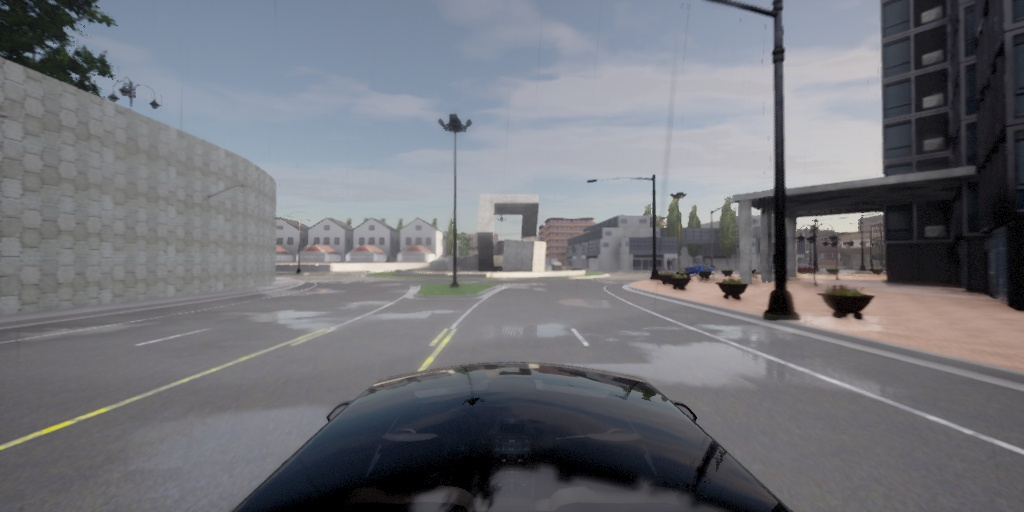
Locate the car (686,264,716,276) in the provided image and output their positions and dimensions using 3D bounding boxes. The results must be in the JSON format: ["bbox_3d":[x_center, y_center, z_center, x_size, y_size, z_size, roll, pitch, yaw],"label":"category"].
[{"bbox_3d":[25.186,1.867,47.811,5.008,1.535,1.882,0,-1,-33],"label":"car"}]
